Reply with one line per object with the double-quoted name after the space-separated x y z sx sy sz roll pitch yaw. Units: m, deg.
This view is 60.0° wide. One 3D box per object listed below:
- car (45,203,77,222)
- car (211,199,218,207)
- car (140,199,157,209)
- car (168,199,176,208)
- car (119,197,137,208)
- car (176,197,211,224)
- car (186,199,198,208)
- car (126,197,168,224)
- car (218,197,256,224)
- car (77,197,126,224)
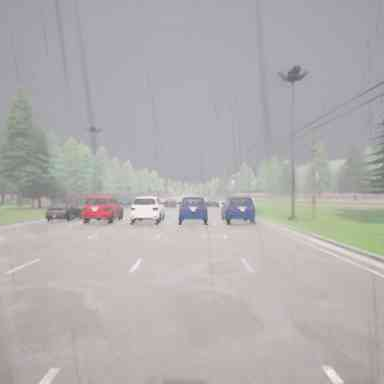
-10.413 1.656 27.625 2.128 1.511 4.902 0 0 0 "car"
3.477 1.851 54.204 1.812 1.442 4.674 0 0 0 "car"
-7.023 1.872 54.190 2.033 1.411 5.357 0 0 0 "car"
-3.523 1.803 54.210 1.882 1.535 5.008 0 0 0 "car"
-10.523 1.678 54.642 2.097 1.767 4.553 0 0 0 "car"
0.090 1.379 26.241 2.150 2.045 5.566 0 0 0 "car"
-0.023 1.851 54.203 1.812 1.442 4.674 0 0 0 "car"
-3.411 1.379 26.181 2.150 2.045 5.566 0 0 0 "car"
3.588 1.380 26.248 2.150 2.045 5.566 0 0 0 "car"
-6.912 1.379 26.297 2.150 2.045 5.566 0 0 0 "car"
